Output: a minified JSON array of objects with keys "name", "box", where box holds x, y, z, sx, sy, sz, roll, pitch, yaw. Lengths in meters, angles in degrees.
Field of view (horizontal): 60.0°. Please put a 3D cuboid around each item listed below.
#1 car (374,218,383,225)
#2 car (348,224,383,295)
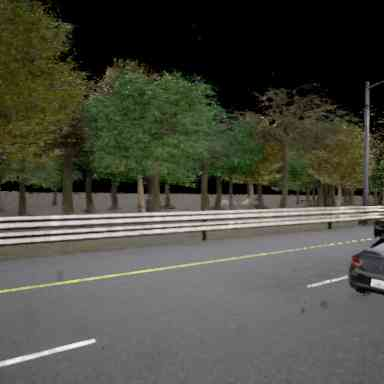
[{"name":"car","box":[10.372,1.600,15.381,5.008,1.535,1.882,1,0,-35]},{"name":"car","box":[5.394,1.587,7.573,4.674,1.442,1.812,1,0,-35]}]
